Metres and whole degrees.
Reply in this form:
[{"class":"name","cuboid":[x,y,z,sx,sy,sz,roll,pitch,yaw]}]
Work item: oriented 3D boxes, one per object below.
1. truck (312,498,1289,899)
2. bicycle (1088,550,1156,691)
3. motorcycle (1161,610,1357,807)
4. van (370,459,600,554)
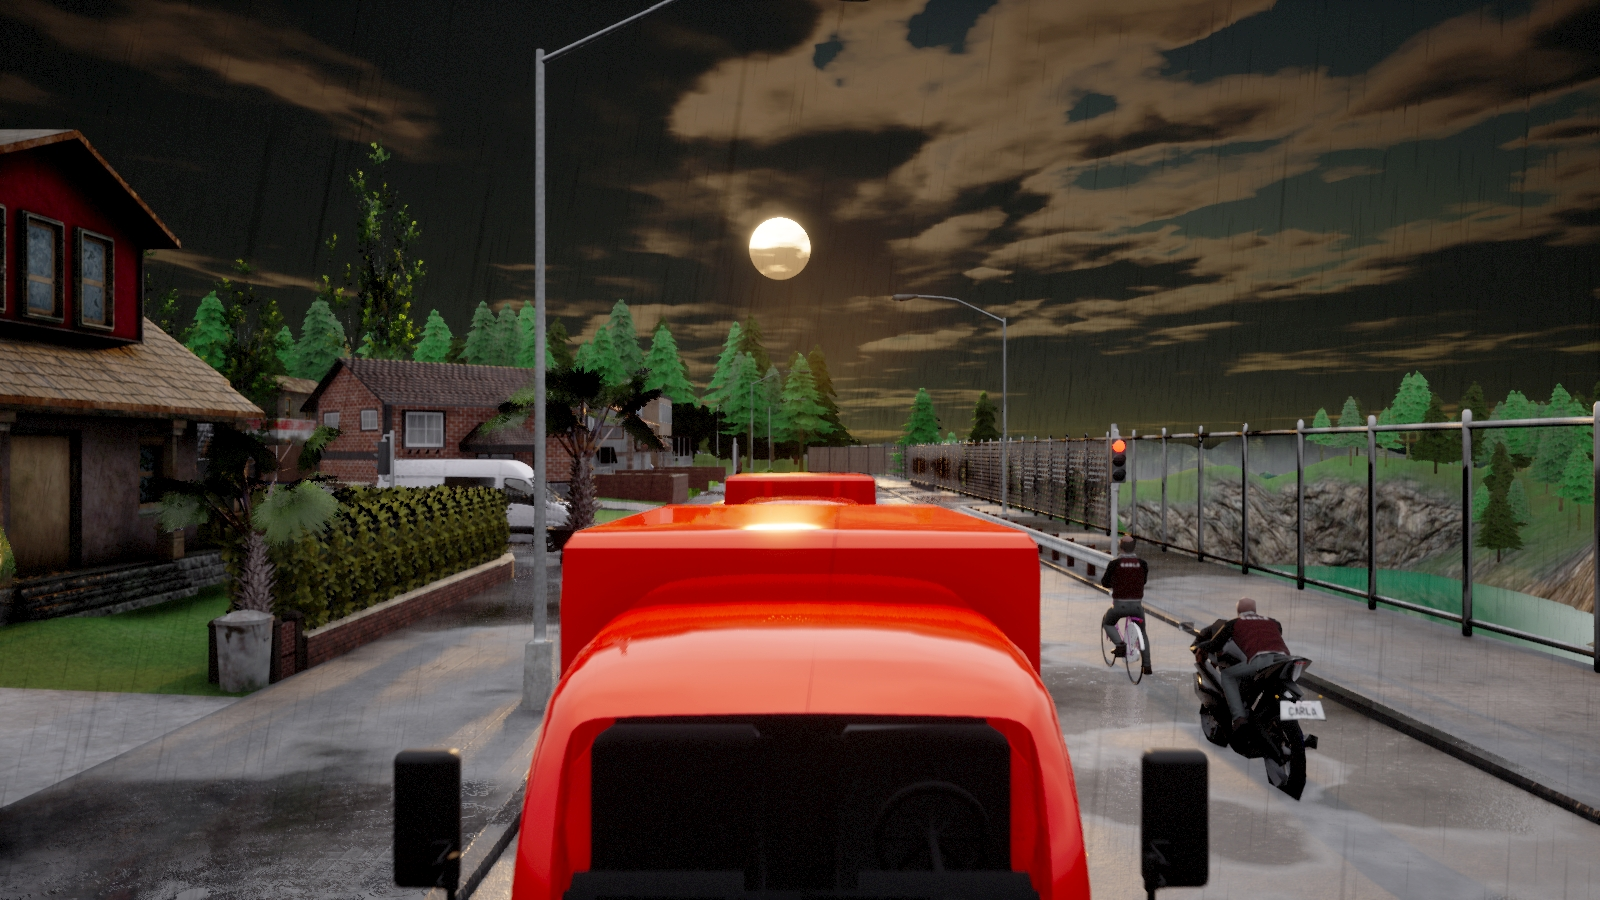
[{"class":"truck","cuboid":[0.000,1.573,5.674,2.627,2.467,5.204,0,0,0]},{"class":"bicycle","cuboid":[3.986,2.066,14.240,0.329,1.471,1.835,0,0,0]},{"class":"motorcycle","cuboid":[4.000,2.210,10.191,0.867,1.251,2.209,0,0,0]},{"class":"van","cuboid":[-8.770,1.547,32.192,5.915,2.561,1.988,0,0,0]}]
